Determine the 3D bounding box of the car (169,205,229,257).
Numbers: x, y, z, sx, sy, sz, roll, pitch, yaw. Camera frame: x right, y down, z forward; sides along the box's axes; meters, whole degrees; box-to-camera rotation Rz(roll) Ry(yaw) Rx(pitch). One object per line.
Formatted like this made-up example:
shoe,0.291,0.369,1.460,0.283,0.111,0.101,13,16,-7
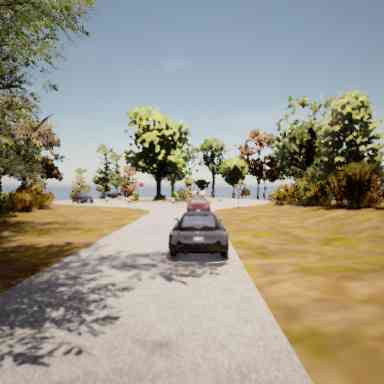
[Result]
car,0.244,1.401,12.271,1.994,1.385,4.181,0,1,1

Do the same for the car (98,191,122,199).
car,-15.898,0.579,64.604,2.128,1.511,4.902,1,1,39

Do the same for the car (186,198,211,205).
car,0.537,1.166,26.165,1.812,1.442,4.674,0,1,2

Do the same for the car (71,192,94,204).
car,-15.597,0.845,47.285,1.837,1.490,4.892,-1,1,-39
